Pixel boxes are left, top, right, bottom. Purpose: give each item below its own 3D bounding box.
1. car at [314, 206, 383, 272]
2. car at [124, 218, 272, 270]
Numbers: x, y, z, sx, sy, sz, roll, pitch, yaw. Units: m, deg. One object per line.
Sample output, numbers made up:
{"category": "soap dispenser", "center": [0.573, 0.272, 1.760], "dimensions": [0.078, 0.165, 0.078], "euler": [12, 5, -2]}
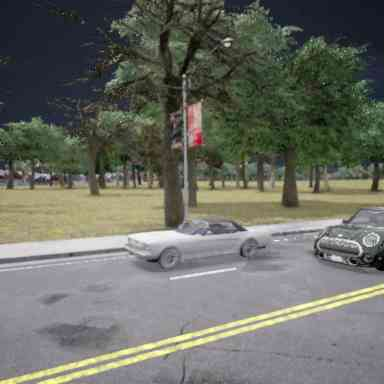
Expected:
{"category": "car", "center": [5.998, 1.262, 10.479], "dimensions": [4.553, 1.767, 2.097], "euler": [-1, 0, -30]}
{"category": "car", "center": [0.263, 1.542, 10.915], "dimensions": [4.718, 1.301, 1.895], "euler": [-1, 0, -30]}
